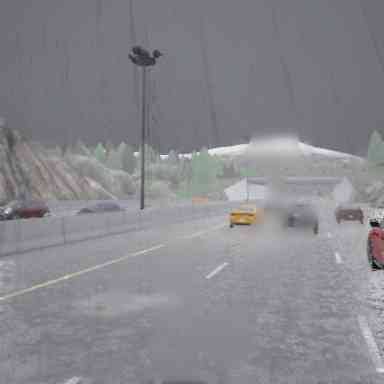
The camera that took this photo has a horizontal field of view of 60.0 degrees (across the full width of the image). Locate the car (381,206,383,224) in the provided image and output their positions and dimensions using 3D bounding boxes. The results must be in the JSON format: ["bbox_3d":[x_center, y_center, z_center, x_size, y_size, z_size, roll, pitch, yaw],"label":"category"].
[{"bbox_3d":[15.743,1.862,24.817,2.033,1.411,5.357,0,0,20],"label":"car"}]

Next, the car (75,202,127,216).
[{"bbox_3d":[-6.855,1.654,24.822,1.994,1.385,4.181,0,0,20],"label":"car"}]

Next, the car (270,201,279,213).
[{"bbox_3d":[9.908,1.842,39.307,2.128,1.511,4.902,0,0,20],"label":"car"}]

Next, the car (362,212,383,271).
[{"bbox_3d":[5.861,1.331,8.205,2.150,2.045,5.566,0,0,20],"label":"car"}]

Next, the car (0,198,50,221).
[{"bbox_3d":[-13.653,1.386,26.616,2.097,1.767,4.553,0,0,20],"label":"car"}]

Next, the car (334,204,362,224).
[{"bbox_3d":[13.368,1.792,28.485,1.882,1.535,5.008,0,0,20],"label":"car"}]

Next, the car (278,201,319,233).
[{"bbox_3d":[7.080,1.559,21.564,2.097,1.767,4.553,0,0,21],"label":"car"}]

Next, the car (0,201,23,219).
[{"bbox_3d":[-16.910,1.514,27.905,1.837,1.490,4.892,0,0,20],"label":"car"}]

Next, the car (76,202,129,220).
[{"bbox_3d":[-8.209,1.665,31.243,2.033,1.411,5.357,0,0,20],"label":"car"}]

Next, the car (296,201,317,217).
[{"bbox_3d":[12.987,1.862,37.541,2.128,1.511,4.902,0,0,20],"label":"car"}]

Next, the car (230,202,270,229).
[{"bbox_3d":[4.035,1.667,23.433,1.882,1.535,5.008,0,0,20],"label":"car"}]
